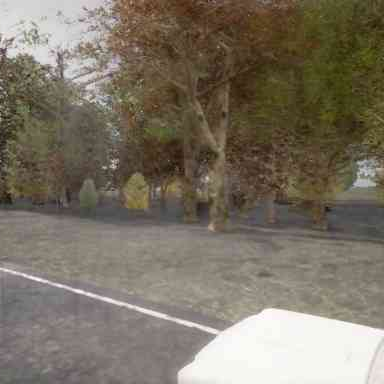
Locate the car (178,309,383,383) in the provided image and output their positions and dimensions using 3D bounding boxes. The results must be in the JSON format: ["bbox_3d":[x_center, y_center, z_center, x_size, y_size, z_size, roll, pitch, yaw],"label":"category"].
[{"bbox_3d":[2.140,1.600,2.040,4.718,1.301,1.895,1,0,35],"label":"car"}]
